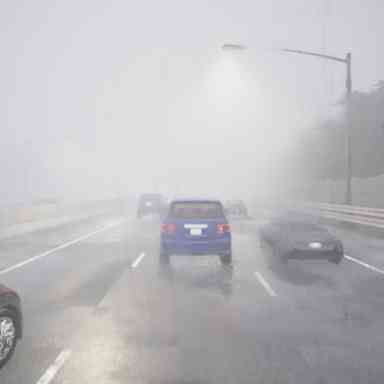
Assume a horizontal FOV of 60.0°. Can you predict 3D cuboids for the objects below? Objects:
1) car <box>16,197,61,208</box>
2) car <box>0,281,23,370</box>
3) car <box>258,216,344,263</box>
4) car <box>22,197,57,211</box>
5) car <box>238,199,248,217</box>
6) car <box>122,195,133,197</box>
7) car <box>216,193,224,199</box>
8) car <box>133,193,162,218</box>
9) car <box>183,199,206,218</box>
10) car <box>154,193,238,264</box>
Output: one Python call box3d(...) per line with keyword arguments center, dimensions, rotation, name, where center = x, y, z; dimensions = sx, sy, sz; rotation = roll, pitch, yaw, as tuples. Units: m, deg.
box3d(center=(-13.980, 1.236, 31.132), dimensions=(2.097, 1.767, 4.553), rotation=(0, 0, 1), name="car")
box3d(center=(-3.402, 1.340, 2.777), dimensions=(2.097, 1.767, 4.553), rotation=(0, 0, 0), name="car")
box3d(center=(3.620, 1.520, 11.763), dimensions=(1.994, 1.385, 4.181), rotation=(0, 0, 0), name="car")
box3d(center=(-17.413, 1.383, 38.297), dimensions=(1.812, 1.442, 4.674), rotation=(0, 0, 1), name="car")
box3d(center=(3.700, 1.384, 29.417), dimensions=(2.128, 1.511, 4.902), rotation=(0, 0, 0), name="car")
box3d(center=(-13.450, 1.338, 72.087), dimensions=(1.895, 1.301, 4.718), rotation=(0, 0, 1), name="car")
box3d(center=(7.797, 1.028, 93.483), dimensions=(1.882, 1.535, 5.008), rotation=(0, 0, 2), name="car")
box3d(center=(-3.306, 1.116, 28.569), dimensions=(2.150, 2.045, 5.566), rotation=(0, 0, 0), name="car")
box3d(center=(0.200, 1.396, 29.496), dimensions=(1.837, 1.490, 4.892), rotation=(0, 0, 0), name="car")
box3d(center=(0.117, 1.177, 11.832), dimensions=(2.150, 2.045, 5.566), rotation=(0, 0, 0), name="car")
